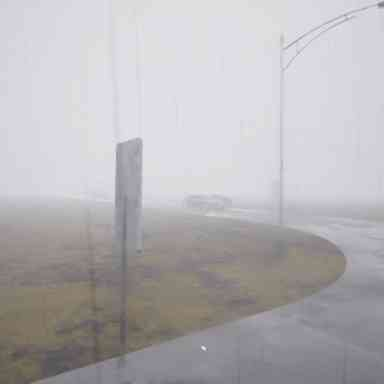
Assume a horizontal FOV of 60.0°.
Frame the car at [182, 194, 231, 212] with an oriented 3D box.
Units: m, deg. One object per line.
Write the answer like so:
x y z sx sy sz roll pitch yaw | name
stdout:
0.958 0.953 29.904 1.837 1.490 4.892 1 0 -35 | car

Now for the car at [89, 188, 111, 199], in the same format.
-14.229 0.209 51.524 2.097 1.767 4.553 1 0 -35 | car
